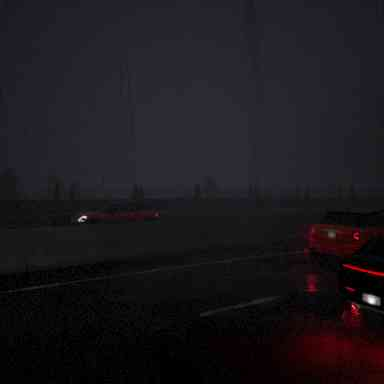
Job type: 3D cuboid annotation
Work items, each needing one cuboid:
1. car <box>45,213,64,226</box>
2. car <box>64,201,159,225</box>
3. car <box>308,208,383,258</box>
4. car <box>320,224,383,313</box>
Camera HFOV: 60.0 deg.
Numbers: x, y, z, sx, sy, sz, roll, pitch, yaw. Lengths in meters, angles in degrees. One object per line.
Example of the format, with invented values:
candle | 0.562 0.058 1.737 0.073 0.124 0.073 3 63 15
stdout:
car | -6.409 1.536 20.435 4.718 1.301 1.895 0 0 -31
car | -4.087 1.299 17.697 4.553 1.767 2.097 0 0 -31
car | 6.169 1.337 11.237 4.553 1.767 2.097 0 0 -28
car | 4.999 1.499 6.639 4.892 1.490 1.837 0 0 -31
